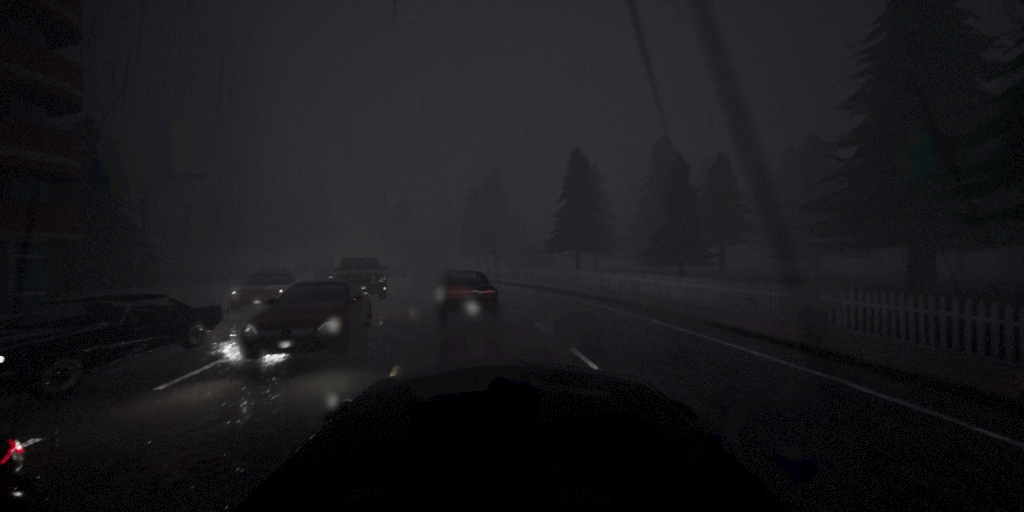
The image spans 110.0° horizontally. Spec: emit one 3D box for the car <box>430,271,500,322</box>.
[{"bbox_3d":[-1.734,1.257,12.466,2.128,1.511,4.902,0,0,-15],"label":"car"}]

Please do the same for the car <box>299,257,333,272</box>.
[{"bbox_3d":[-23.271,1.195,42.357,5.566,2.045,2.150,0,0,25],"label":"car"}]

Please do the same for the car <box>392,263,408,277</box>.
[{"bbox_3d":[-12.120,1.389,35.263,4.674,1.442,1.812,0,0,39],"label":"car"}]

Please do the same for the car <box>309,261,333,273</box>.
[{"bbox_3d":[-13.308,1.381,26.630,1.837,1.490,4.892,-1,0,-40],"label":"car"}]

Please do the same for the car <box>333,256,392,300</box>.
[{"bbox_3d":[-7.660,1.044,18.065,2.150,2.045,5.566,-1,0,-26],"label":"car"}]

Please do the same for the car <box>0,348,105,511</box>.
[{"bbox_3d":[-3.743,1.351,0.347,1.994,1.385,4.181,-1,0,-2],"label":"car"}]

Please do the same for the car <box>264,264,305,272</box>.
[{"bbox_3d":[-15.960,1.450,24.358,2.033,1.411,5.357,-1,0,-40],"label":"car"}]

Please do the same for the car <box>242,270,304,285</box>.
[{"bbox_3d":[-10.395,1.451,15.396,1.895,1.301,4.718,-1,0,-25],"label":"car"}]

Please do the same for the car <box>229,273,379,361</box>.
[{"bbox_3d":[-4.596,1.320,8.715,1.812,1.442,4.674,-1,0,-13],"label":"car"}]

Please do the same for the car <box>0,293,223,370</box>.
[{"bbox_3d":[-7.726,1.426,6.596,1.895,1.301,4.718,-1,0,-11],"label":"car"}]
